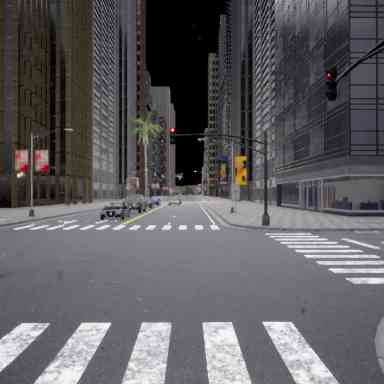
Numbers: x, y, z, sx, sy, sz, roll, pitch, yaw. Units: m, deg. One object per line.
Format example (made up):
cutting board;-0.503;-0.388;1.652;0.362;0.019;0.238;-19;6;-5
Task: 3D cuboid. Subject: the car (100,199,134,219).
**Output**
car;-6.642;1.627;29.175;1.994;1.385;4.181;0;0;0

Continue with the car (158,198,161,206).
car;-6.635;1.652;58.567;1.882;1.535;5.008;0;0;0

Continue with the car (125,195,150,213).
car;-6.657;1.314;38.499;2.150;2.045;5.566;0;0;0

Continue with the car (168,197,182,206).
car;-3.241;1.781;59.847;1.895;1.301;4.718;0;0;0

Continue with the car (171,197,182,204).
car;-3.255;1.788;69.742;1.994;1.385;4.181;0;0;0

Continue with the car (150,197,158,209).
car;-6.664;1.482;48.428;2.097;1.767;4.553;0;0;0
